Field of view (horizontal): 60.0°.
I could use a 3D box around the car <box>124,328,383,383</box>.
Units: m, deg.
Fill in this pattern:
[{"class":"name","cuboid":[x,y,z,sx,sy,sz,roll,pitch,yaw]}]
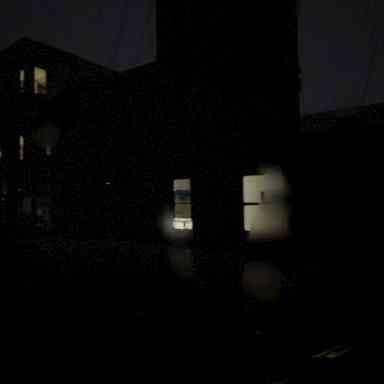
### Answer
[{"class":"car","cuboid":[1.477,1.542,1.840,4.507,1.381,1.887,-1,-1,36]}]
